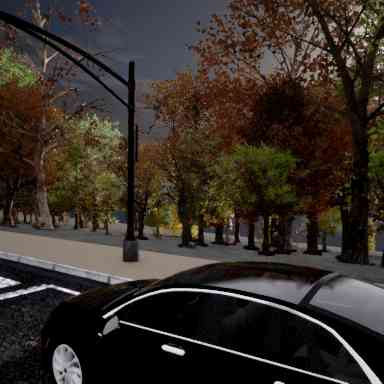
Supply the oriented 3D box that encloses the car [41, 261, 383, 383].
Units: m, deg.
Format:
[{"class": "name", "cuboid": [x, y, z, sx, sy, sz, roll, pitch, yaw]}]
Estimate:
[{"class": "car", "cuboid": [0.389, 1.504, 3.397, 4.892, 1.490, 1.837, 0, 0, 36]}]
